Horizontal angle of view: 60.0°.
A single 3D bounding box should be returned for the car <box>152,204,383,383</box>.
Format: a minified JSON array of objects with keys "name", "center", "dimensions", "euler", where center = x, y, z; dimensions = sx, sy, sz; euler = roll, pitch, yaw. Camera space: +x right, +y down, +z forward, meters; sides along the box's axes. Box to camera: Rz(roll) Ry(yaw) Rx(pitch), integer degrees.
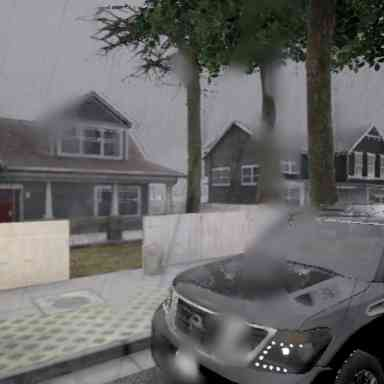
[{"name":"car","center":[2.215,1.215,4.586],"dimensions":[5.566,2.045,2.150],"euler":[0,0,-35]}]
